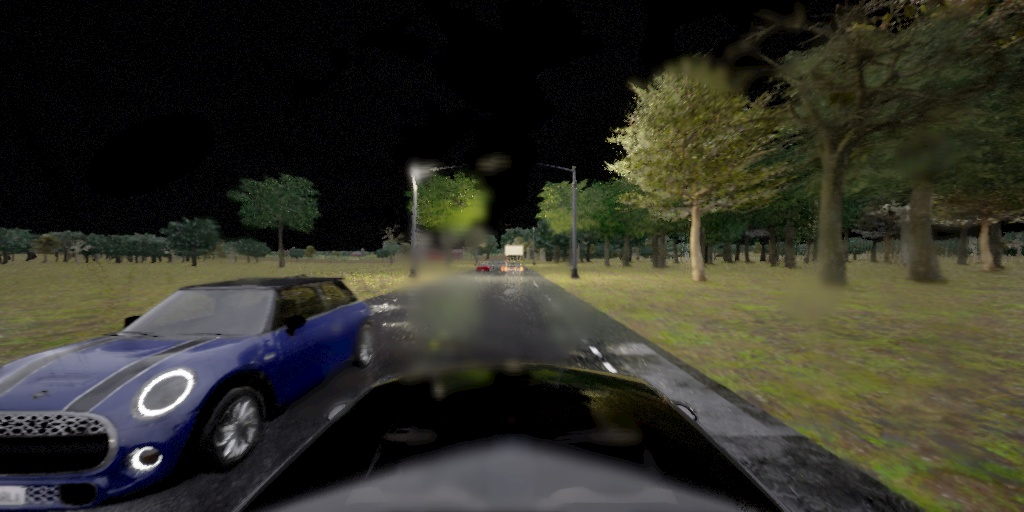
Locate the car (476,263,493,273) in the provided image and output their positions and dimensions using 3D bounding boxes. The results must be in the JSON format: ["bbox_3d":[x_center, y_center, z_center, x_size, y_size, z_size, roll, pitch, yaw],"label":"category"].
[{"bbox_3d":[-3.544,1.481,45.731,1.895,1.301,4.718,0,0,1],"label":"car"}]

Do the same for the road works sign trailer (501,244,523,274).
[{"bbox_3d":[0.237,0.340,44.610,2.380,3.560,2.880,0,0,2],"label":"road works sign trailer"}]

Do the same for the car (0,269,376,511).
[{"bbox_3d":[-3.593,1.102,4.784,2.097,1.767,4.553,0,0,0],"label":"car"}]
